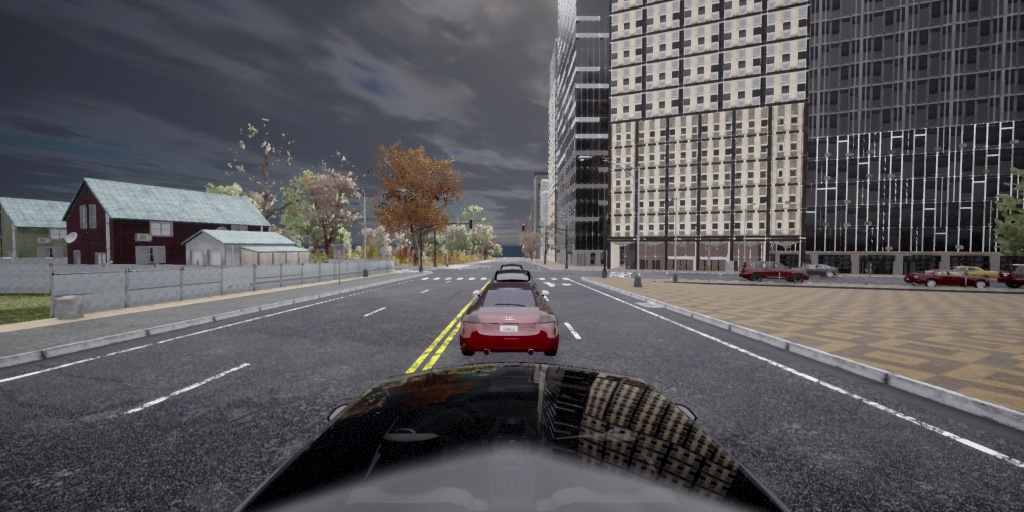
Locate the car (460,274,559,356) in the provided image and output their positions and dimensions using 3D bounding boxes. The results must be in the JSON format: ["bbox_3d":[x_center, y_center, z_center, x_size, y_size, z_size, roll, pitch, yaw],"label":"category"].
[{"bbox_3d":[-0.033,1.311,8.630,1.994,1.385,4.181,0,0,1],"label":"car"}]

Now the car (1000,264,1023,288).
[{"bbox_3d":[38.952,1.531,25.880,5.009,1.841,2.192,0,0,20],"label":"car"}]

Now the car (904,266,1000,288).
[{"bbox_3d":[33.626,1.716,27.822,4.507,1.381,1.888,0,0,20],"label":"car"}]

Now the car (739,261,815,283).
[{"bbox_3d":[22.975,1.394,31.706,5.009,1.841,2.192,0,0,20],"label":"car"}]

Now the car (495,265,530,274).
[{"bbox_3d":[0.028,1.250,14.016,1.837,1.490,4.892,0,0,0],"label":"car"}]

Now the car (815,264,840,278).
[{"bbox_3d":[31.001,1.469,37.165,4.403,1.370,2.007,0,0,20],"label":"car"}]
